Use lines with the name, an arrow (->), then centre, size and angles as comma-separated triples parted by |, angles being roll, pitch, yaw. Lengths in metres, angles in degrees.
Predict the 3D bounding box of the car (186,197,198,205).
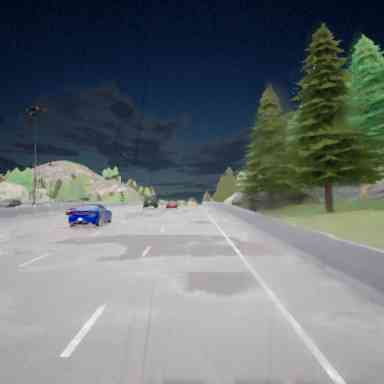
car -> -0.026, 1.657, 54.340 | 1.801, 1.575, 5.366 | 0, -1, 0

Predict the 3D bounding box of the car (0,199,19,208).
car -> -24.567, 1.699, 44.715 | 2.097, 1.767, 4.553 | 0, -1, 0

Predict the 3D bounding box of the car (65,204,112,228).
car -> -6.910, 1.561, 23.067 | 1.882, 1.535, 5.008 | 0, -1, 0

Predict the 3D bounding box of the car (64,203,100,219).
car -> -10.414, 1.769, 31.920 | 1.895, 1.301, 4.718 | 0, -1, 0

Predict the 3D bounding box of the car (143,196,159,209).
car -> -6.927, 1.793, 56.720 | 2.150, 2.045, 5.566 | 0, -1, 0

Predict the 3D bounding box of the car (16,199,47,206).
car -> -21.066, 1.946, 44.603 | 1.895, 1.301, 4.718 | 0, -1, 1

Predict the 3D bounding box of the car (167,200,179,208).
car -> -3.428, 2.199, 59.443 | 1.994, 1.385, 4.181 | 0, -1, 0
